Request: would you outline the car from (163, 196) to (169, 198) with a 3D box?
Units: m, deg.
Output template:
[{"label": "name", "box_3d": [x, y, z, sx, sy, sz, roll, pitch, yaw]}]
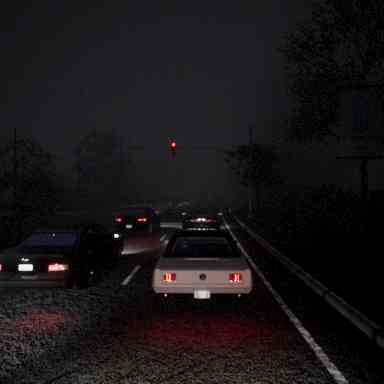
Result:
[{"label": "car", "box_3d": [-4.853, 1.600, 45.180, 1.895, 1.301, 4.718, 0, 0, 5]}]

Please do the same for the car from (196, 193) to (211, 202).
[{"label": "car", "box_3d": [2.242, 1.223, 73.496, 2.150, 2.045, 5.566, 0, 0, 9]}]

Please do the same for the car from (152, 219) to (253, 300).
[{"label": "car", "box_3d": [0.228, 1.601, 8.355, 1.895, 1.301, 4.718, 0, 0, 1]}]

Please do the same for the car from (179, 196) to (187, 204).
[{"label": "car", "box_3d": [-2.808, 1.503, 63.019, 1.837, 1.490, 4.892, 0, 0, 8]}]

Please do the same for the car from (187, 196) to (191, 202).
[{"label": "car", "box_3d": [-1.379, 1.551, 72.976, 1.994, 1.385, 4.181, 0, 0, 8]}]

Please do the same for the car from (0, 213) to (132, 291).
[{"label": "car", "box_3d": [-3.261, 1.547, 9.115, 2.033, 1.411, 5.357, 0, 0, 1]}]

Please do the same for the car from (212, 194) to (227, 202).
[{"label": "car", "box_3d": [6.277, 1.546, 76.636, 1.994, 1.385, 4.181, 0, 0, 9]}]

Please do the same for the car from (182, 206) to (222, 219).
[{"label": "car", "box_3d": [0.513, 1.504, 17.580, 1.837, 1.490, 4.892, 0, 0, 2]}]

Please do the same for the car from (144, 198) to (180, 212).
[{"label": "car", "box_3d": [-4.108, 1.600, 36.844, 4.718, 1.301, 1.895, 0, 0, -24]}]

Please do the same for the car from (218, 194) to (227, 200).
[{"label": "car", "box_3d": [7.936, 1.344, 86.342, 1.882, 1.535, 5.008, 0, 0, 11]}]

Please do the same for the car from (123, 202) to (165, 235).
[{"label": "car", "box_3d": [-2.949, 1.525, 18.693, 1.812, 1.442, 4.674, 0, 0, 4]}]

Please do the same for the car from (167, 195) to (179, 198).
[{"label": "car", "box_3d": [-3.918, 1.351, 54.101, 2.097, 1.767, 4.553, 0, 0, 7]}]

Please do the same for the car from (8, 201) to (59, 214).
[{"label": "car", "box_3d": [-16.617, 1.599, 35.153, 4.718, 1.301, 1.895, 0, 0, 4]}]
